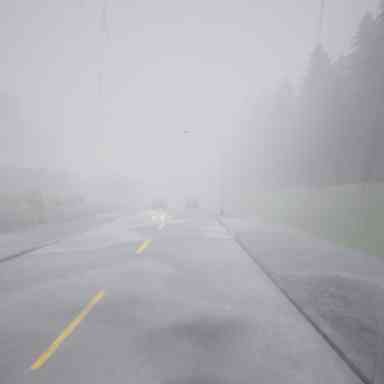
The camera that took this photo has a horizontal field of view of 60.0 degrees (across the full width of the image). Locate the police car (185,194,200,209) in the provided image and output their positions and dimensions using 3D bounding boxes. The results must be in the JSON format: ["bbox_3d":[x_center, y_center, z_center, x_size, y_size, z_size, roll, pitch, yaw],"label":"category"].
[{"bbox_3d":[0.071,1.441,46.145,1.930,1.638,5.238,0,0,0],"label":"police car"}]

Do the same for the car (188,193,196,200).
[{"bbox_3d":[-0.033,1.120,82.014,1.882,1.535,5.008,0,0,0],"label":"car"}]

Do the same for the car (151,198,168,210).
[{"bbox_3d":[-4.066,1.505,42.305,2.128,1.511,4.902,0,0,1],"label":"car"}]
